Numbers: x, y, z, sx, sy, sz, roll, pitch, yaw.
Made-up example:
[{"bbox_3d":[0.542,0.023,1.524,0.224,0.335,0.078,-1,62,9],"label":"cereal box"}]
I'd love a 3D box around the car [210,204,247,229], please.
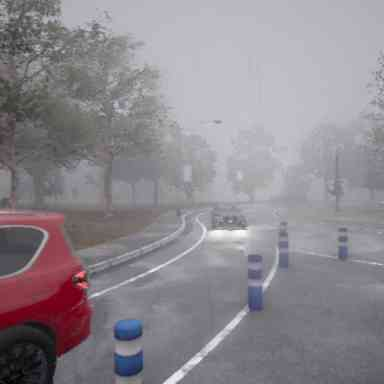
[{"bbox_3d":[2.166,1.433,20.660,1.994,1.385,4.181,-1,1,0],"label":"car"}]

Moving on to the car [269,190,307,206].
[{"bbox_3d":[13.126,0.727,45.360,5.566,2.045,2.150,-1,0,-29],"label":"car"}]

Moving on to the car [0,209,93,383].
[{"bbox_3d":[-3.435,1.225,2.555,2.150,2.045,5.566,0,0,35],"label":"car"}]
